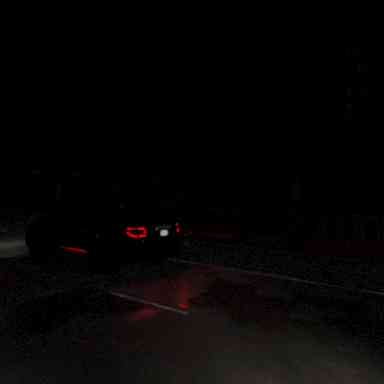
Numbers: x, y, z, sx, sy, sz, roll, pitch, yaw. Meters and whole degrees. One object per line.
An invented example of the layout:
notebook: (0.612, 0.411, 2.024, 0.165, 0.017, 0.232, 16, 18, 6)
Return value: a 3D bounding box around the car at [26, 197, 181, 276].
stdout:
car: (-2.904, 1.158, 10.384, 5.566, 2.045, 2.150, 1, 0, 36)
